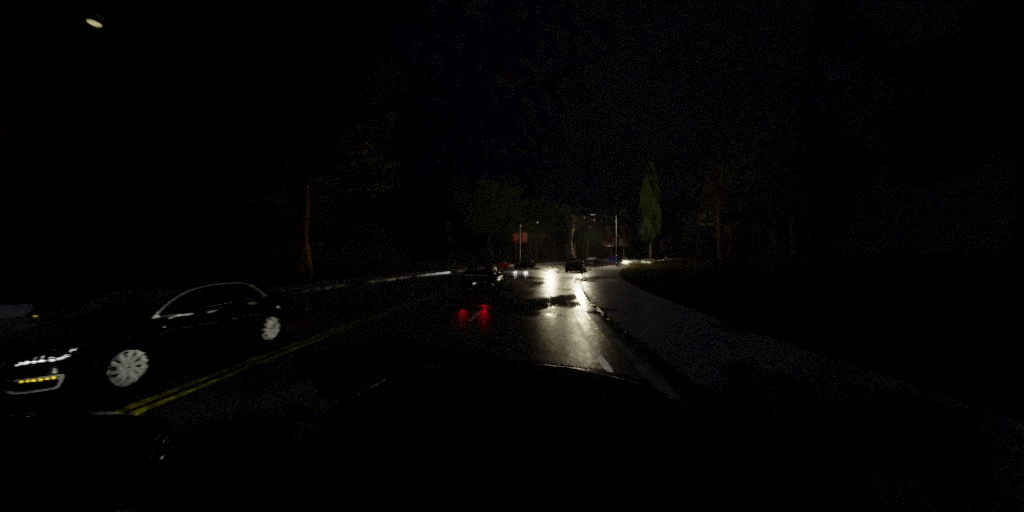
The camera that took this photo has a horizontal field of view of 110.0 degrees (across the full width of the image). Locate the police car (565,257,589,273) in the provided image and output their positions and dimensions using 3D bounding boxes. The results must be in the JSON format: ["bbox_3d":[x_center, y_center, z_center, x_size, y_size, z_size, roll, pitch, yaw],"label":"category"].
[{"bbox_3d":[7.196,1.035,40.487,1.930,1.638,5.238,0,0,18],"label":"police car"}]

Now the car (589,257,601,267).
[{"bbox_3d":[13.031,0.912,58.080,2.128,1.511,4.902,0,0,26],"label":"car"}]

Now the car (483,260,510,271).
[{"bbox_3d":[-1.980,1.224,47.284,1.895,1.301,4.718,0,0,20],"label":"car"}]

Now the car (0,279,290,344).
[{"bbox_3d":[-6.401,1.227,6.731,1.837,1.490,4.892,0,0,3],"label":"car"}]

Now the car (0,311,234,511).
[{"bbox_3d":[-3.068,1.213,0.228,1.882,1.535,5.008,0,0,0],"label":"car"}]

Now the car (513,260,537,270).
[{"bbox_3d":[1.772,1.195,48.107,1.895,1.301,4.718,0,0,20],"label":"car"}]

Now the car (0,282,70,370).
[{"bbox_3d":[-9.705,1.233,4.772,1.812,1.442,4.674,0,0,2],"label":"car"}]

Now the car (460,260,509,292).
[{"bbox_3d":[-1.609,1.217,20.958,2.128,1.511,4.902,0,0,8],"label":"car"}]
